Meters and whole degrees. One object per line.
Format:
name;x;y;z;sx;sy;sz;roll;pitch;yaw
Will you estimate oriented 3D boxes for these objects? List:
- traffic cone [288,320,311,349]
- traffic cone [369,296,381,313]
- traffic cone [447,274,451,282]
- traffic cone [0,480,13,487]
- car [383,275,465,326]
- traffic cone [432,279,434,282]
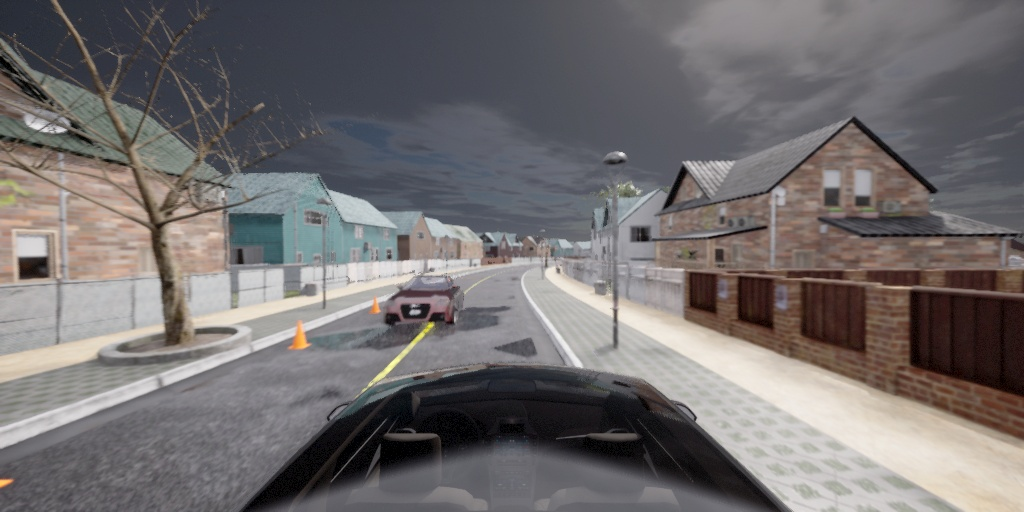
traffic cone;-4.717;1.725;7.969;0.340;0.580;0.340;0;0;-2
traffic cone;-4.931;1.728;12.951;0.340;0.580;0.340;0;0;-2
traffic cone;-4.976;1.725;28.138;0.340;0.580;0.340;0;0;2
traffic cone;-4.610;1.721;3.029;0.340;0.580;0.340;0;0;-1
car;-2.671;1.327;11.655;1.994;1.385;4.181;0;0;-2
traffic cone;-5.087;1.727;23.076;0.340;0.580;0.340;0;0;1
